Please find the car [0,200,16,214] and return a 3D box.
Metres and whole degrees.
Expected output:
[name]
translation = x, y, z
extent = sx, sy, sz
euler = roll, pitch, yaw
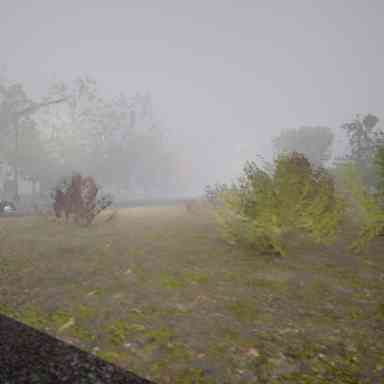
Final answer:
[car]
translation = -15.587, 0.960, 24.682
extent = 1.837, 1.490, 4.892
euler = 1, 1, 27
